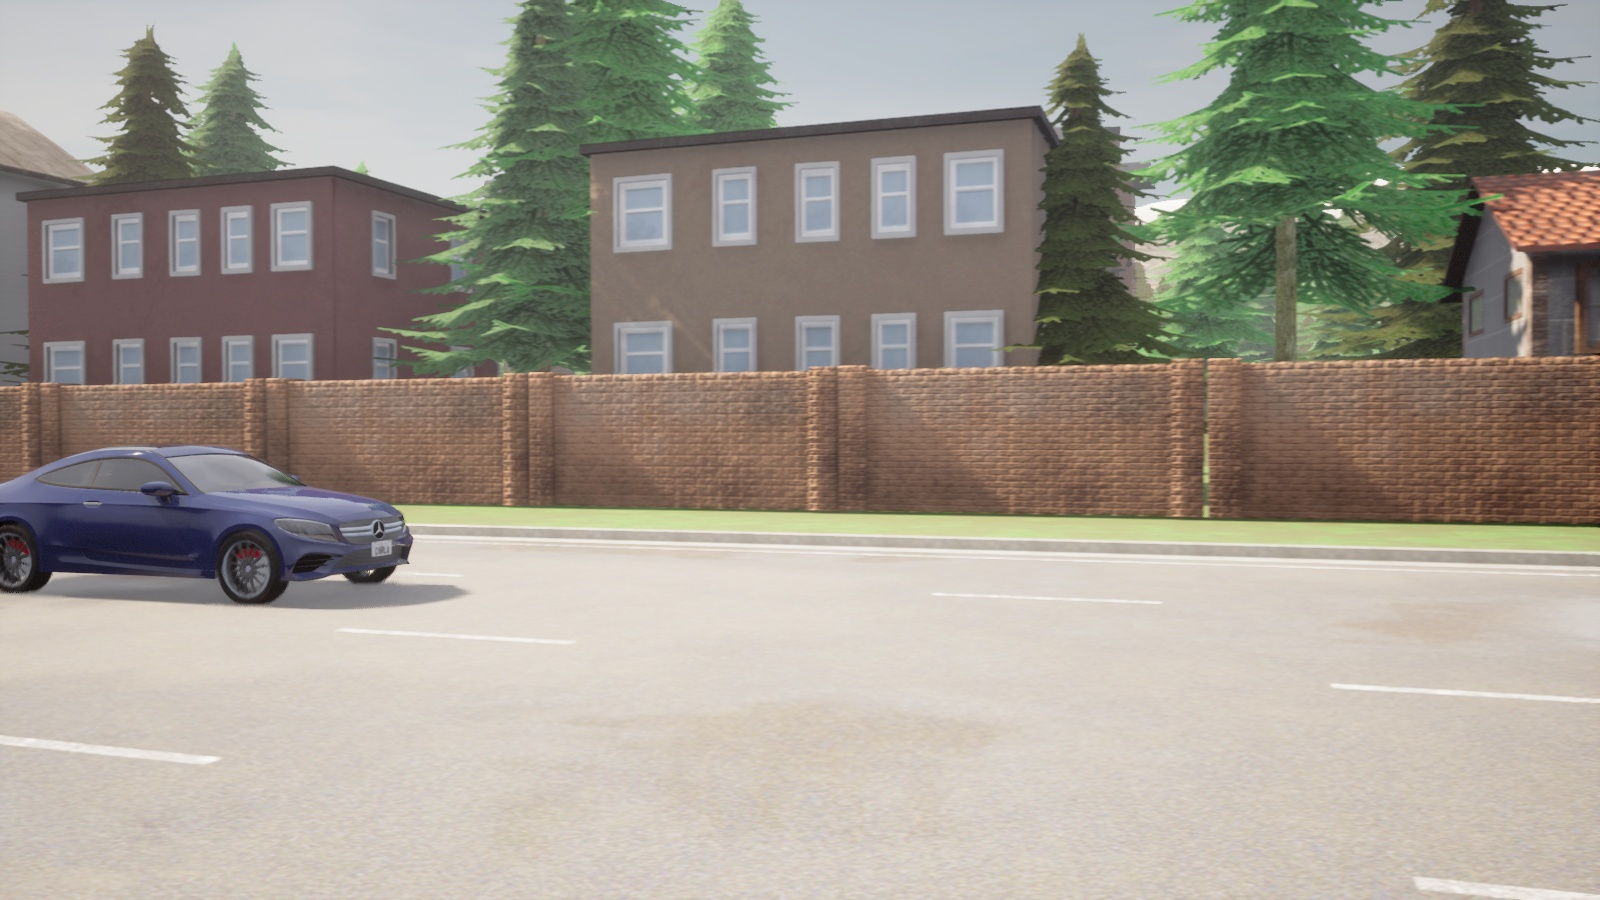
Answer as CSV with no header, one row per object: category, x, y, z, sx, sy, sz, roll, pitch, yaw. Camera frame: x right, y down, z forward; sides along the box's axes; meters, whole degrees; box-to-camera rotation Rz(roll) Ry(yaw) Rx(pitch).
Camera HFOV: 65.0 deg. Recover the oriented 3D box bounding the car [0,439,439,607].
car,-6.181,0.626,12.658,4.674,1.442,1.812,1,1,19
